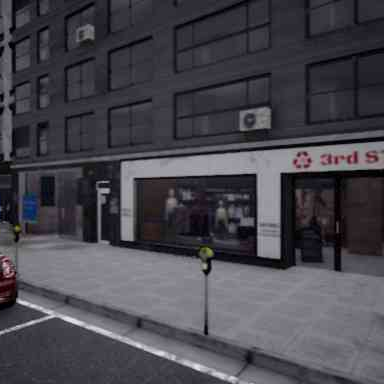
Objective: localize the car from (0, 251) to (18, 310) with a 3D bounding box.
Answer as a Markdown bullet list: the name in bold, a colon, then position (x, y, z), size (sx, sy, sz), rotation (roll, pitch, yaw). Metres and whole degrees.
- **car**: position (-5.282, 1.445, 6.574), size (4.097, 1.590, 1.967), rotation (0, 0, 35)
